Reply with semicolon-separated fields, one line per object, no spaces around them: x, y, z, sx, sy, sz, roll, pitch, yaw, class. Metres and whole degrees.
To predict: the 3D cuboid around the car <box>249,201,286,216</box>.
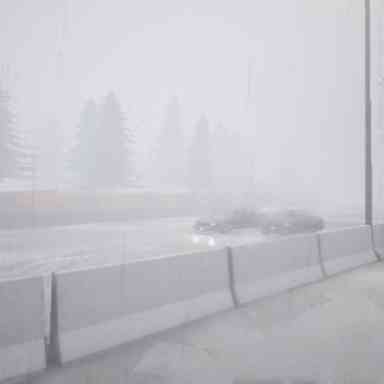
8.139;1.734;35.583;1.994;1.385;4.181;-1;-1;43;car

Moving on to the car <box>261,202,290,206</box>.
7.800;1.665;30.146;1.812;1.442;4.674;-1;-1;44;car

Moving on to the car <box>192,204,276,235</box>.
2.503;1.653;20.066;5.357;1.411;2.033;0;0;-42;car

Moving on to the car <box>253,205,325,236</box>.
5.547;1.645;18.157;4.181;1.385;1.994;0;0;-43;car
